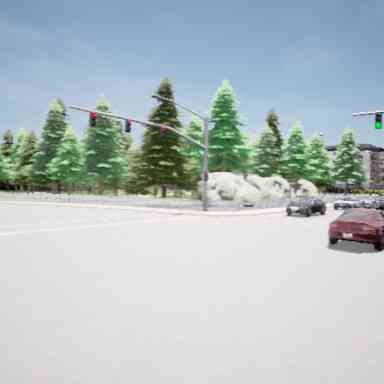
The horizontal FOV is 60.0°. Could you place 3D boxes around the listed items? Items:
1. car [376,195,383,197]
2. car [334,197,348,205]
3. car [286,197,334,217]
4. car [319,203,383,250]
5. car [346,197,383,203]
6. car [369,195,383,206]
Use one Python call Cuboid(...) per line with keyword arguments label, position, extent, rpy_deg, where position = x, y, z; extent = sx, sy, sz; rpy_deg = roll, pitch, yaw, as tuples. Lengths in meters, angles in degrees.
Cuboid(label="car", position=(21.686, 1.233, 35.924), extent=(1.837, 1.490, 4.892), rpy_deg=(2, 1, 41))
Cuboid(label="car", position=(16.735, 1.248, 35.594), extent=(1.895, 1.301, 4.718), rpy_deg=(2, 1, 41))
Cuboid(label="car", position=(9.436, 1.162, 27.267), extent=(2.128, 1.511, 4.902), rpy_deg=(2, 1, 42))
Cuboid(label="car", position=(7.084, 1.384, 13.614), extent=(1.812, 1.442, 4.674), rpy_deg=(2, 1, 41))
Cuboid(label="car", position=(15.095, 1.349, 28.396), extent=(1.895, 1.301, 4.718), rpy_deg=(2, 1, 41))
Cuboid(label="car", position=(27.160, 1.162, 47.466), extent=(2.033, 1.411, 5.357), rpy_deg=(2, 1, 42))
